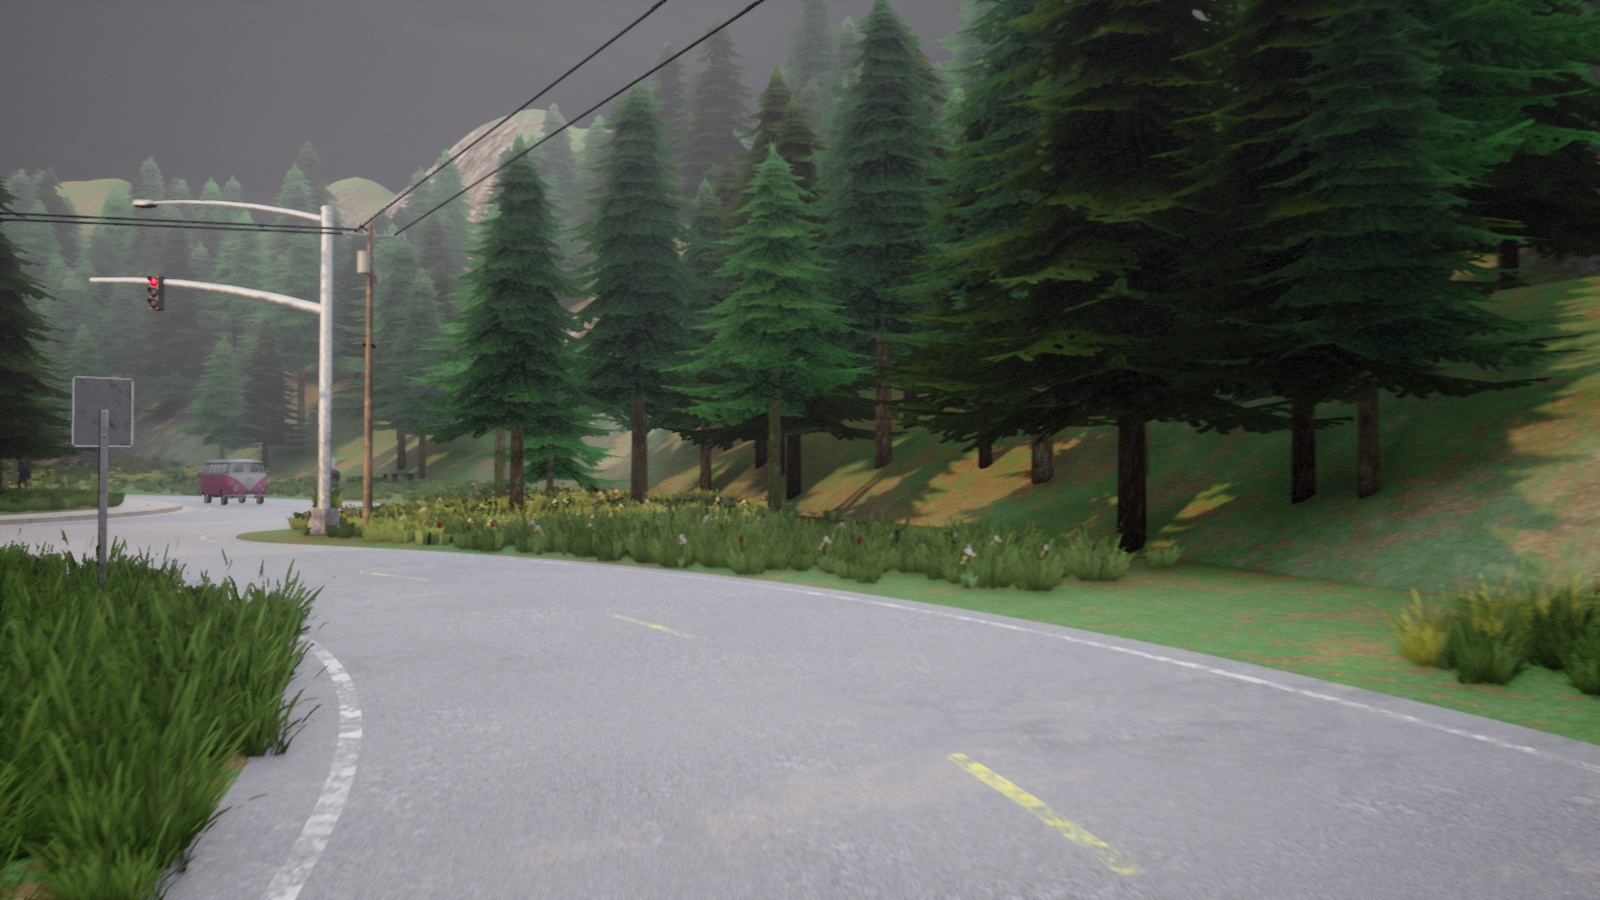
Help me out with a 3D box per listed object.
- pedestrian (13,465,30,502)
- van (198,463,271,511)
[{"bbox_3d":[-39.123,1.692,63.116,0.726,1.842,0.402,-1,-1,25],"label":"pedestrian"},{"bbox_3d":[-24.603,1.571,54.584,1.775,1.987,4.442,1,-1,-40],"label":"van"}]
